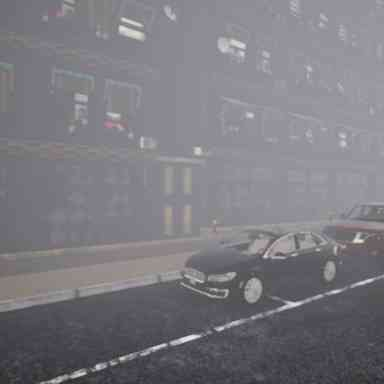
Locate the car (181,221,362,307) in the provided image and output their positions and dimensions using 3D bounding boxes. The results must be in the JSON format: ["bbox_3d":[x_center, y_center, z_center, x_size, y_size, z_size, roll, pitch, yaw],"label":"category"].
[{"bbox_3d":[1.796,1.518,7.834,4.403,1.369,2.008,0,1,-36],"label":"car"}]

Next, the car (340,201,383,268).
[{"bbox_3d":[6.409,1.250,11.129,5.009,1.841,2.192,0,1,-36],"label":"car"}]
